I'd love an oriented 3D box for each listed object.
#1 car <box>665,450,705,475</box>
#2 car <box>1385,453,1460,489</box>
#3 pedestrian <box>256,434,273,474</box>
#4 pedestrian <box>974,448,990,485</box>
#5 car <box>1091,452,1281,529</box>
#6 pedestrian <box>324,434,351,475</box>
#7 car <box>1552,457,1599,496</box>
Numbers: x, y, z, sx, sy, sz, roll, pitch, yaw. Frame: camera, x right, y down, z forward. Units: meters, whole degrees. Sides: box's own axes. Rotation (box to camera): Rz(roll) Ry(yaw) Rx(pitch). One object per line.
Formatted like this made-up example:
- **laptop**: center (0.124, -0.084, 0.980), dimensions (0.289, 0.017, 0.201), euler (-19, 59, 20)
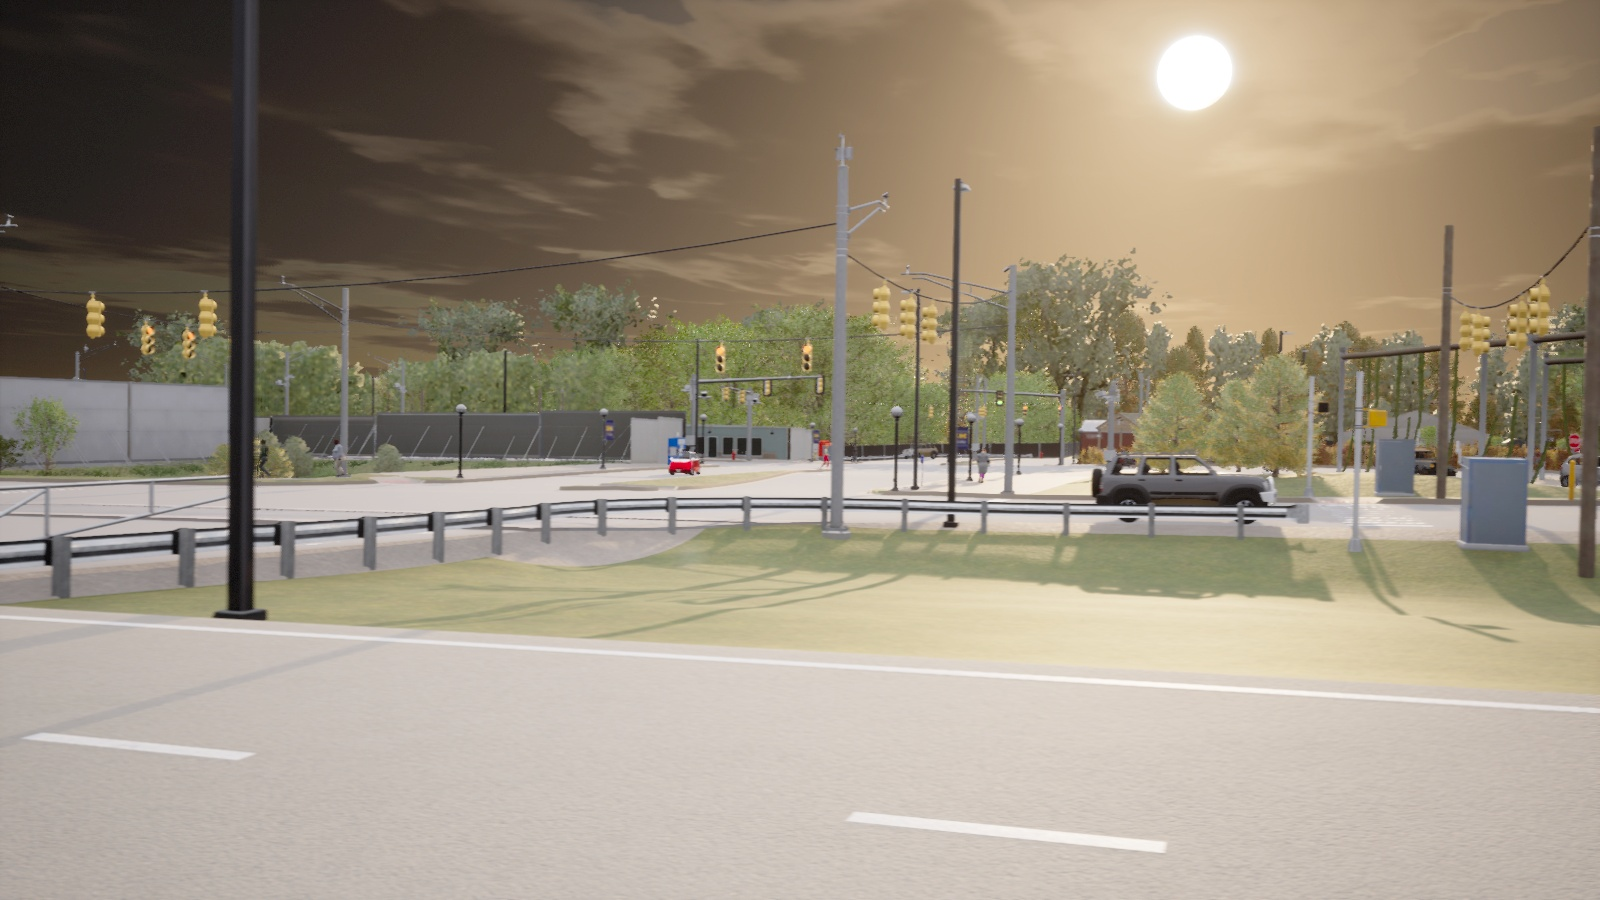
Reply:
- **car**: center (-6.587, 0.706, 72.095), dimensions (1.481, 1.376, 2.207), euler (1, 1, 18)
- **car**: center (33.805, 1.122, 68.312), dimensions (1.905, 1.878, 3.866), euler (1, 0, -5)
- **pedestrian**: center (-24.835, 0.173, 58.218), dimensions (0.614, 1.847, 0.353), euler (2, 1, 8)
- **pedestrian**: center (9.615, 0.860, 66.355), dimensions (0.659, 1.952, 0.873), euler (2, 1, 19)
- **car**: center (10.018, 1.011, 32.744), dimensions (4.605, 1.855, 1.932), euler (0, 1, 18)
- **pedestrian**: center (-21.720, 0.207, 58.974), dimensions (0.900, 1.855, 0.874), euler (0, 2, -39)
- **car**: center (35.651, 1.181, 54.991), dimensions (2.242, 1.667, 4.611), euler (1, 0, -9)
